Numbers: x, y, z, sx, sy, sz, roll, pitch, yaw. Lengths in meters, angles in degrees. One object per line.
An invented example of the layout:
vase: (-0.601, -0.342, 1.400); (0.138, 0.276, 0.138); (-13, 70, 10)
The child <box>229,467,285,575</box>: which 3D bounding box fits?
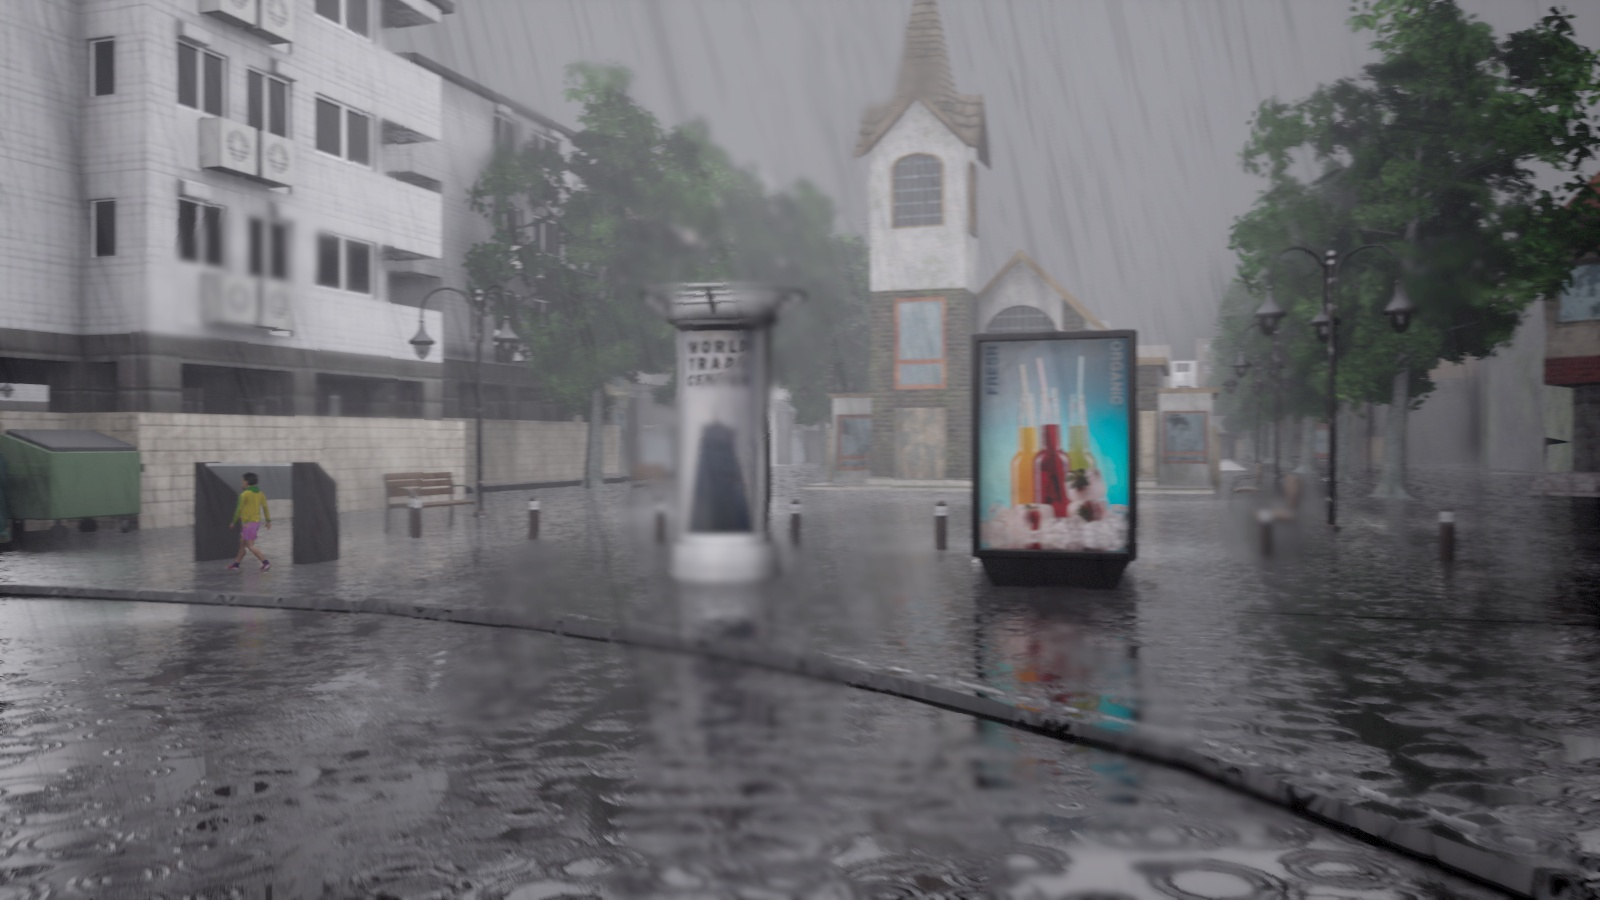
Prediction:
child: (-5.908, 0.764, 13.671); (0.473, 1.160, 0.299); (0, 0, 14)
